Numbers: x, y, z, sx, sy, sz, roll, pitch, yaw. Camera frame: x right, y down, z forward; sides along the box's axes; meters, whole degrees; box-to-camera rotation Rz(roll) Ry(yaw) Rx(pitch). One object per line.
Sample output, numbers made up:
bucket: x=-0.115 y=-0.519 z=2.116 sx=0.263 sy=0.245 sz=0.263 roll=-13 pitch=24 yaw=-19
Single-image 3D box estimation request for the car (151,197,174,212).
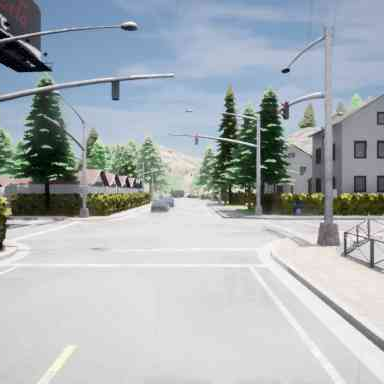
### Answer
car: x=-3.613 y=1.547 z=38.507 sx=2.033 sy=1.411 sz=5.357 roll=0 pitch=0 yaw=0
